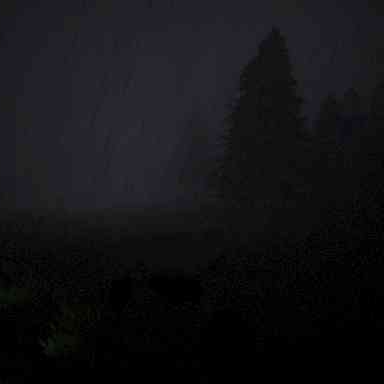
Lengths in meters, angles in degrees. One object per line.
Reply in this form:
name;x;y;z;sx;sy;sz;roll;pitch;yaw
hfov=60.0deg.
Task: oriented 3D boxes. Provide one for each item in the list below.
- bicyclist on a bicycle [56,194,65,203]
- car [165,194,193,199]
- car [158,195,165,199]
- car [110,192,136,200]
bicyclist on a bicycle;-12.211;1.009;30.711;1.656;1.620;0.582;4;2;36
car;-1.528;0.984;51.622;1.812;1.442;4.674;1;0;36
car;-3.713;0.976;54.727;1.994;1.385;4.181;1;0;36
car;-10.376;0.828;50.444;1.816;1.474;4.193;8;4;33
